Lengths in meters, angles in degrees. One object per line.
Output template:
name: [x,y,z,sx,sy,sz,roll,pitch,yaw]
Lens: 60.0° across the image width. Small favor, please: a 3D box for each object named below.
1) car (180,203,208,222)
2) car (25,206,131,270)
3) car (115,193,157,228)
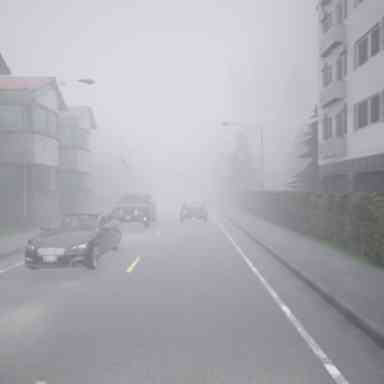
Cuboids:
car: [0.094,1.418,24.154,1.895,1.301,4.718,0,0,-1]
car: [-3.596,1.419,10.884,2.128,1.511,4.902,0,0,0]
car: [-3.572,1.067,21.458,2.150,2.045,5.566,0,0,0]
